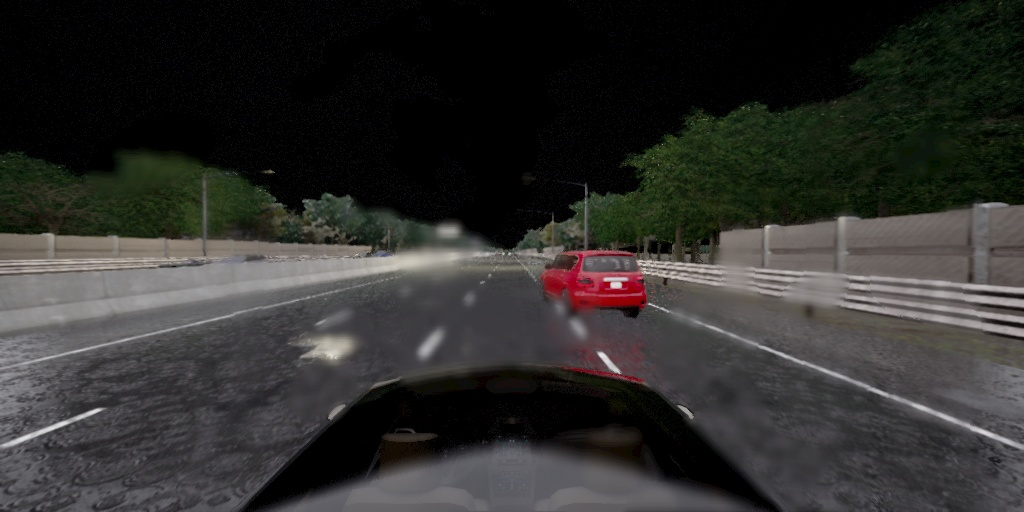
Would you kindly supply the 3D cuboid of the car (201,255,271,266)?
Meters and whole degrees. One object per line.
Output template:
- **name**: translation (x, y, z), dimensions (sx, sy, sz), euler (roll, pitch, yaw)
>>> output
- **car**: translation (-21.125, 0.721, 28.065), dimensions (2.097, 1.767, 4.553), euler (0, 1, 0)

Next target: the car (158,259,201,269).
- **car**: translation (-28.104, 0.921, 31.580), dimensions (1.895, 1.301, 4.718), euler (0, 1, 0)

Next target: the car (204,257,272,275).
- **car**: translation (-24.602, 0.855, 32.489), dimensions (2.033, 1.411, 5.357), euler (0, 1, 0)

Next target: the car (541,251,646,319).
- **car**: translation (2.475, 0.843, 12.250), dimensions (2.150, 2.045, 5.566), euler (0, 1, -7)
